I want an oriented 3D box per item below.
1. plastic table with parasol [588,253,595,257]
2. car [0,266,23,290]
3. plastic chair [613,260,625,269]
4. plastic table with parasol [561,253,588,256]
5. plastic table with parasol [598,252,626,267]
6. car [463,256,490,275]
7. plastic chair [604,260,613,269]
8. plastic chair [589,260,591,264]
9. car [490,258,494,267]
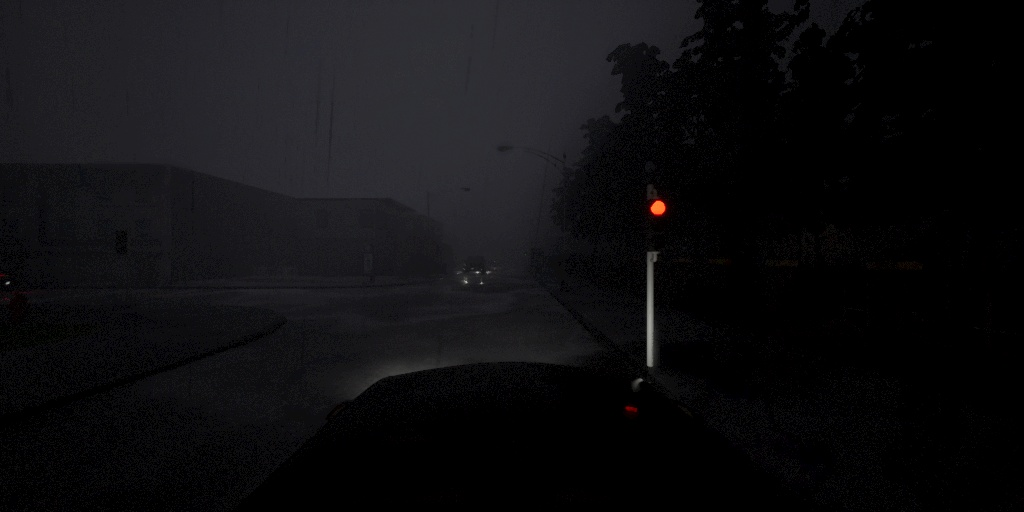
[{"bbox_3d":[14.718,0.671,63.309,2.482,2.480,2.482,0,0,-42],"label":"plastic table with parasol"},{"bbox_3d":[-30.607,1.254,20.058,4.892,1.490,1.837,0,0,0],"label":"car"},{"bbox_3d":[16.066,1.295,54.095,0.750,1.272,0.730,0,0,-40],"label":"plastic chair"},{"bbox_3d":[10.016,0.683,57.837,2.482,2.480,2.482,0,0,-40],"label":"plastic table with parasol"},{"bbox_3d":[15.334,0.693,55.094,2.482,2.480,2.482,0,0,-40],"label":"plastic table with parasol"},{"bbox_3d":[-4.070,0.970,40.154,2.150,2.045,5.566,0,0,0],"label":"car"},{"bbox_3d":[14.359,1.305,54.193,0.730,1.272,0.750,0,0,-35],"label":"plastic chair"},{"bbox_3d":[13.765,1.303,62.421,0.730,1.272,0.750,0,0,-35],"label":"plastic chair"},{"bbox_3d":[-4.056,1.350,50.843,1.895,1.301,4.718,0,0,0],"label":"car"}]
